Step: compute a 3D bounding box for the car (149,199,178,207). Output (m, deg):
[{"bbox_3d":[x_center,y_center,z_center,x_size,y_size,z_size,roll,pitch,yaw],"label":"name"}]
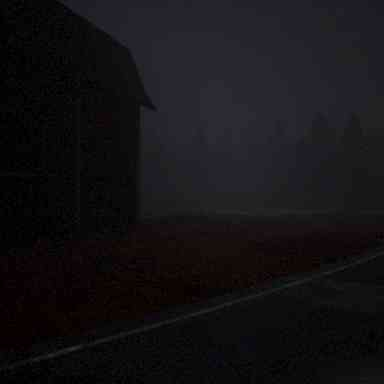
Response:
[{"bbox_3d":[-4.799,1.794,55.263,4.718,1.301,1.895,0,0,26],"label":"car"}]
